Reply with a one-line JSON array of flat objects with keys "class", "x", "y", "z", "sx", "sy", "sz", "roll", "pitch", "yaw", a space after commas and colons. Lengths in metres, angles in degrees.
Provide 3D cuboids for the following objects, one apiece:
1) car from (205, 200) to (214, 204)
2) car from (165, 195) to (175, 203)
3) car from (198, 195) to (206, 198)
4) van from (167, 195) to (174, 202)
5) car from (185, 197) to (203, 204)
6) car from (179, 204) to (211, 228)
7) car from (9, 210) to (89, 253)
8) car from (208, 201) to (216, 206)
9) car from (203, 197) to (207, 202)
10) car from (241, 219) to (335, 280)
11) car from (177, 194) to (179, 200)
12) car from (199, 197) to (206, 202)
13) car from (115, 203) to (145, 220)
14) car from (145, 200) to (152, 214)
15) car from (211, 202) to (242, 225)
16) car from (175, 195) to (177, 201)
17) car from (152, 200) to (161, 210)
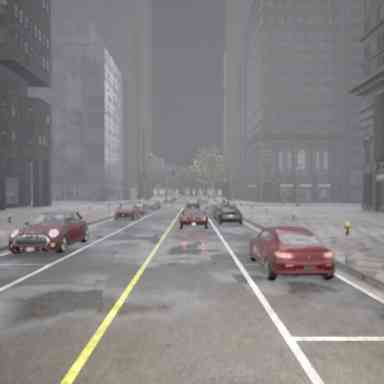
[{"class": "car", "x": 2.782, "y": 1.771, "z": 35.866, "sx": 2.008, "sy": 1.369, "sz": 4.403, "roll": -1, "pitch": 0, "yaw": 0}, {"class": "car", "x": -5.709, "y": 1.987, "z": 78.453, "sx": 1.802, "sy": 1.307, "sz": 4.206, "roll": -1, "pitch": 0, "yaw": 0}, {"class": "car", "x": 2.816, "y": 1.932, "z": 78.625, "sx": 1.752, "sy": 1.417, "sz": 4.829, "roll": -1, "pitch": 0, "yaw": 0}, {"class": "van", "x": -5.702, "y": 1.781, "z": 89.815, "sx": 1.690, "sy": 1.788, "sz": 3.998, "roll": -1, "pitch": 0, "yaw": 0}, {"class": "car", "x": 0.134, "y": 1.736, "z": 43.400, "sx": 1.882, "sy": 1.535, "sz": 5.008, "roll": 0, "pitch": 0, "yaw": 0}, {"class": "car", "x": 0.119, "y": 1.749, "z": 23.287, "sx": 1.895, "sy": 1.301, "sz": 4.718, "roll": 0, "pitch": 0, "yaw": 0}, {"class": "car", "x": -5.763, "y": 1.529, "z": 13.838, "sx": 1.967, "sy": 1.590, "sz": 4.097, "roll": -1, "pitch": 0, "yaw": 0}, {"class": "car", "x": 2.778, "y": 1.757, "z": 30.664, "sx": 1.947, "sy": 1.339, "sz": 4.313, "roll": -1, "pitch": 0, "yaw": 0}, {"class": "car", "x": 2.790, "y": 1.800, "z": 46.442, "sx": 1.752, "sy": 1.417, "sz": 4.829, "roll": -1, "pitch": 0, "yaw": 0}, {"class": "car", "x": 2.761, "y": 1.646, "z": 9.853, "sx": 1.802, "sy": 1.307, "sz": 4.206, "roll": -1, "pitch": 0, "yaw": 0}, {"class": "car", "x": -5.698, "y": 1.775, "z": 95.468, "sx": 2.192, "sy": 1.841, "sz": 5.009, "roll": -1, "pitch": 0, "yaw": 0}, {"class": "car", "x": 2.826, "y": 2.007, "z": 89.815, "sx": 1.947, "sy": 1.339, "sz": 4.313, "roll": -1, "pitch": 0, "yaw": 0}, {"class": "car", "x": -5.749, "y": 1.731, "z": 29.972, "sx": 1.887, "sy": 1.381, "sz": 4.507, "roll": -1, "pitch": 0, "yaw": 0}, {"class": "car", "x": -5.744, "y": 1.799, "z": 35.348, "sx": 1.802, "sy": 1.307, "sz": 4.206, "roll": -1, "pitch": 0, "yaw": 0}, {"class": "car", "x": 2.774, "y": 1.727, "z": 25.461, "sx": 1.947, "sy": 1.339, "sz": 4.313, "roll": -1, "pitch": 0, "yaw": 0}, {"class": "car", "x": -5.707, "y": 1.738, "z": 84.135, "sx": 2.192, "sy": 1.841, "sz": 5.009, "roll": -1, "pitch": 0, "yaw": 0}, {"class": "car", "x": -5.735, "y": 1.823, "z": 46.104, "sx": 2.008, "sy": 1.369, "sz": 4.403, "roll": -1, "pitch": 0, "yaw": 0}]
